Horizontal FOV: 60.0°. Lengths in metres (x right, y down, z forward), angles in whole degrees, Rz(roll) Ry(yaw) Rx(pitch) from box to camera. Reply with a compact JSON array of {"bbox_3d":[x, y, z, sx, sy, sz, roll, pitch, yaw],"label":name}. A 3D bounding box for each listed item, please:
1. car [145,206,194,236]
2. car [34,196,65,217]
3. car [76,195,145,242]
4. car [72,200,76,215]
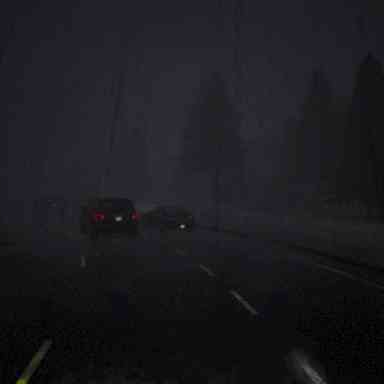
[{"bbox_3d":[-1.554,1.549,19.145,2.128,1.511,4.902,0,0,-26],"label":"car"},{"bbox_3d":[-14.433,1.388,33.553,2.150,2.045,5.566,0,0,-33],"label":"car"},{"bbox_3d":[-4.425,1.292,17.319,2.150,2.045,5.566,0,0,-25],"label":"car"},{"bbox_3d":[-10.755,1.368,34.320,2.150,2.045,5.566,0,0,-33],"label":"car"}]
